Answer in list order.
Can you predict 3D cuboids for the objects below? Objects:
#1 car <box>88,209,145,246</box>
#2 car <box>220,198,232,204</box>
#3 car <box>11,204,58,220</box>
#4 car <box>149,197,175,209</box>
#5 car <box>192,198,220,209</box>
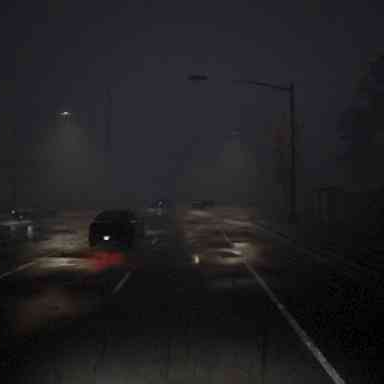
[{"bbox_3d":[-3.405,1.568,15.647,1.837,1.490,4.892,0,0,0],"label":"car"},{"bbox_3d":[6.228,1.840,69.676,4.718,1.301,1.895,0,-1,-43],"label":"car"},{"bbox_3d":[-13.815,1.725,29.430,1.895,1.301,4.718,0,0,5],"label":"car"},{"bbox_3d":[-4.459,1.545,49.568,2.097,1.767,4.553,-1,-1,27],"label":"car"},{"bbox_3d":[1.715,1.611,46.798,2.128,1.511,4.902,-1,0,26],"label":"car"}]
